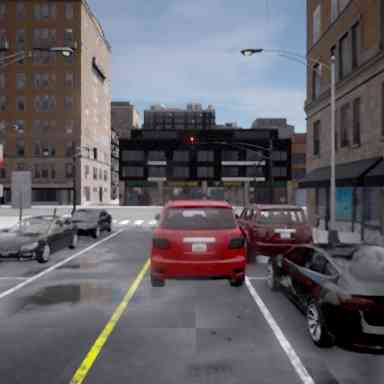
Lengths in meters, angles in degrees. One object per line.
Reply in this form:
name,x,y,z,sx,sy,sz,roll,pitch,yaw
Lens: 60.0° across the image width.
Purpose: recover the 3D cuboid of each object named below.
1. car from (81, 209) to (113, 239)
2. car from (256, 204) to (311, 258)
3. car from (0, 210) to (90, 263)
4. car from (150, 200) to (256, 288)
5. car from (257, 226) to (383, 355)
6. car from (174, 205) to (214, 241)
car,-5.379,1.565,17.435,1.947,1.339,4.313,0,0,0
car,2.643,1.314,11.768,2.192,1.841,5.009,0,0,0
car,-5.382,1.550,11.773,2.008,1.369,4.403,0,0,0
car,0.092,1.221,9.412,2.150,2.045,5.566,0,0,-1
car,2.640,1.565,6.106,1.947,1.339,4.313,0,0,0
car,0.100,1.525,17.687,1.812,1.442,4.674,0,0,0
